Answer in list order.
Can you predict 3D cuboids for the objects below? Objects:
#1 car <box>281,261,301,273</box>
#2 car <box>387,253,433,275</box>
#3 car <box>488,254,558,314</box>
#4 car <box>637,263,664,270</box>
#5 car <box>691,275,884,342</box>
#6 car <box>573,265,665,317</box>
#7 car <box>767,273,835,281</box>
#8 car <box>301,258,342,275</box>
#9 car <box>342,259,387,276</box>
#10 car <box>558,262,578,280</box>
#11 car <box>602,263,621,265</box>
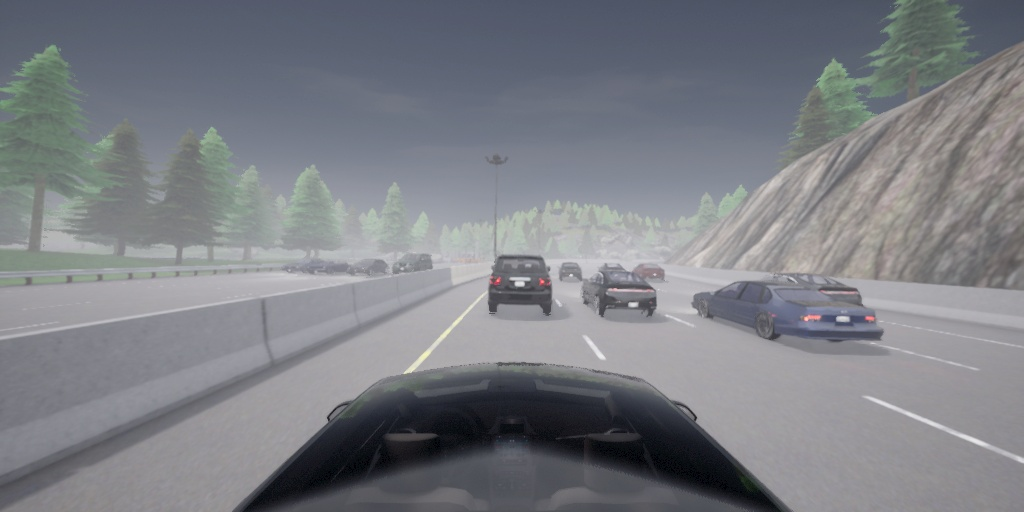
[{"bbox_3d":[-19.460,0.902,34.463,2.033,1.411,5.357,1,0,6],"label":"car"},{"bbox_3d":[-9.031,0.764,33.217,2.150,2.045,5.566,1,0,6],"label":"car"},{"bbox_3d":[0.325,0.956,13.851,2.150,2.045,5.566,1,0,2],"label":"car"},{"bbox_3d":[12.157,1.385,32.237,1.882,1.535,5.008,1,0,7],"label":"car"},{"bbox_3d":[7.221,1.408,10.267,2.033,1.411,5.357,1,0,1],"label":"car"},{"bbox_3d":[3.811,1.287,13.454,2.128,1.511,4.902,1,0,2],"label":"car"},{"bbox_3d":[10.832,1.408,14.061,2.128,1.511,4.902,1,0,2],"label":"car"},{"bbox_3d":[-16.186,1.016,32.201,1.895,1.301,4.718,1,0,6],"label":"car"},{"bbox_3d":[-12.681,0.983,32.046,1.837,1.490,4.892,1,0,6],"label":"car"},{"bbox_3d":[4.962,1.289,30.884,1.837,1.490,4.892,1,0,6],"label":"car"},{"bbox_3d":[8.460,1.337,30.703,2.128,1.511,4.902,1,0,6],"label":"car"}]
